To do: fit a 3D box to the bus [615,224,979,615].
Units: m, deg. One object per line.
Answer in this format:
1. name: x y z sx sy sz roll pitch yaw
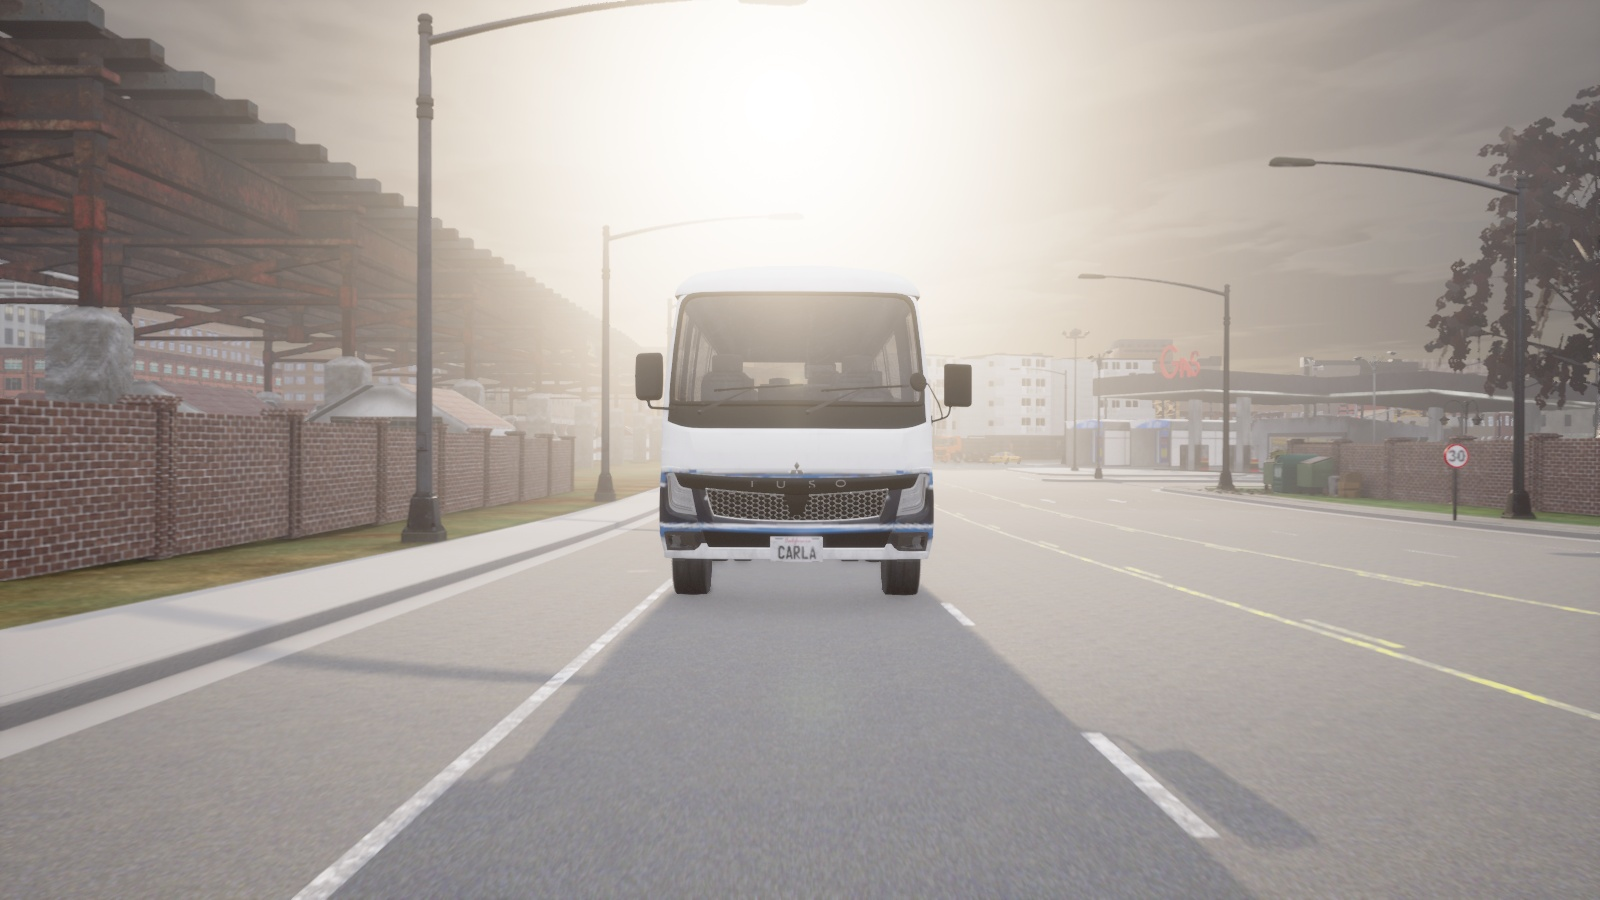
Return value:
1. bus: -0.047 -0.250 18.820 3.944 4.253 10.273 0 -1 0
